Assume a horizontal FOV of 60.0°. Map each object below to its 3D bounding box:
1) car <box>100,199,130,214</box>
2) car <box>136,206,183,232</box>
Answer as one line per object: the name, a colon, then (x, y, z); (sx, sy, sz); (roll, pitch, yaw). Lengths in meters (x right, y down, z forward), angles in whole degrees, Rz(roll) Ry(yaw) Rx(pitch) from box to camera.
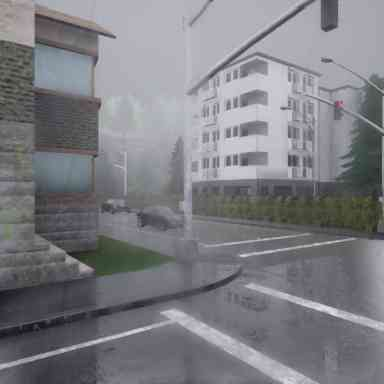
car: (-8.748, 1.528, 37.622); (2.097, 1.767, 4.553); (0, 0, -35)
car: (-1.957, 1.681, 21.742); (1.837, 1.490, 4.892); (0, 0, -35)
